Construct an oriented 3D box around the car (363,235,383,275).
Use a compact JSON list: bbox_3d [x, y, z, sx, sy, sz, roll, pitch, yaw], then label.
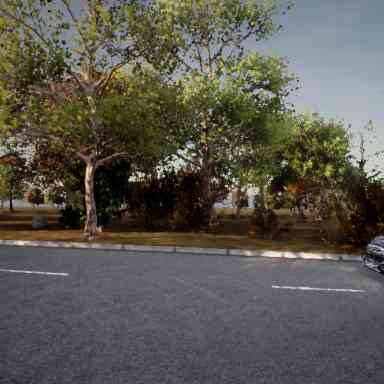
[{"bbox_3d":[7.265,1.520,9.065,4.553,1.767,2.097,2,-1,7],"label":"car"}]
